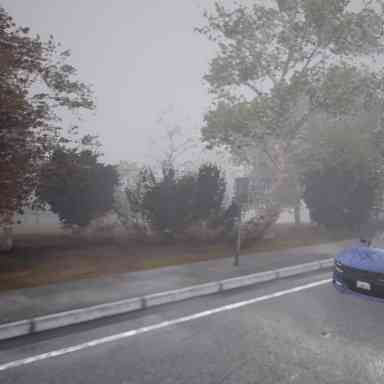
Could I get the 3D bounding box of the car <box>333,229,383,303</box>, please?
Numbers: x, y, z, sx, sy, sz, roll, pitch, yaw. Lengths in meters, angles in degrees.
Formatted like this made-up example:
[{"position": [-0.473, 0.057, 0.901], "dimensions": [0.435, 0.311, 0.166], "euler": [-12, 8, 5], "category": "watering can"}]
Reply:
[{"position": [5.298, 1.514, 7.808], "dimensions": [5.008, 1.535, 1.882], "euler": [0, 0, -36], "category": "car"}]
